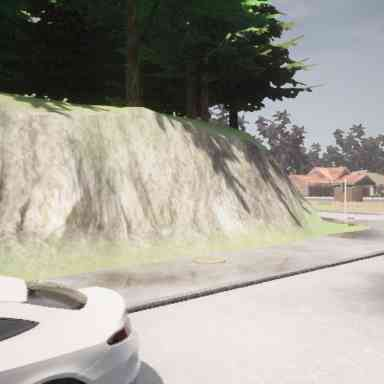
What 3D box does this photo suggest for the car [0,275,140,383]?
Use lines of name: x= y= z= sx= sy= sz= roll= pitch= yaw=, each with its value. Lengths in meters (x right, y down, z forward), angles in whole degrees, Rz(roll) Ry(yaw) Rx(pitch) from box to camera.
car: x=-2.700 y=1.526 z=2.670 sx=4.674 sy=1.442 sz=1.812 roll=0 pitch=0 yaw=-36
